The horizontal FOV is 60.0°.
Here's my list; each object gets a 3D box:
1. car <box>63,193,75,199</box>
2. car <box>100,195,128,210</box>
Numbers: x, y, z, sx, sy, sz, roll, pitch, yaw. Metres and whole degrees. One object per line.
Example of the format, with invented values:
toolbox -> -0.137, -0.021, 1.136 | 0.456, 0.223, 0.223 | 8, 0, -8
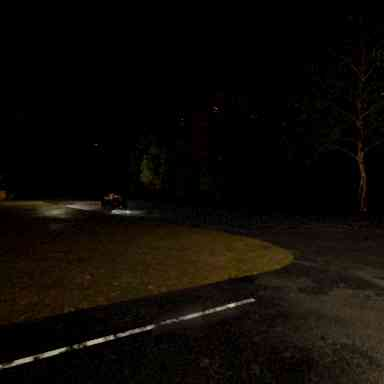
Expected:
car -> -31.241, 0.985, 84.494 | 1.994, 1.385, 4.181 | 0, 0, -34
car -> -9.291, 1.363, 39.595 | 1.895, 1.301, 4.718 | 0, 0, -35
